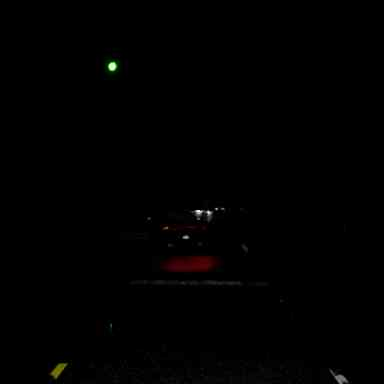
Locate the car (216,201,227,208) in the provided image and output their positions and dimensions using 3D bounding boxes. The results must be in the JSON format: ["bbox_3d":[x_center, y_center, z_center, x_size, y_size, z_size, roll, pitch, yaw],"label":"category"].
[{"bbox_3d":[5.919,2.486,67.069,2.033,1.411,5.357,0,-1,16],"label":"car"}]

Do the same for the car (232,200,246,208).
[{"bbox_3d":[9.489,2.307,66.840,2.097,1.767,4.553,0,-1,17],"label":"car"}]

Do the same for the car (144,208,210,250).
[{"bbox_3d":[-0.877,1.542,14.695,1.882,1.535,5.008,1,-1,-15],"label":"car"}]

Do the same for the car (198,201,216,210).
[{"bbox_3d":[2.177,2.170,52.086,1.812,1.442,4.674,0,-1,13],"label":"car"}]
